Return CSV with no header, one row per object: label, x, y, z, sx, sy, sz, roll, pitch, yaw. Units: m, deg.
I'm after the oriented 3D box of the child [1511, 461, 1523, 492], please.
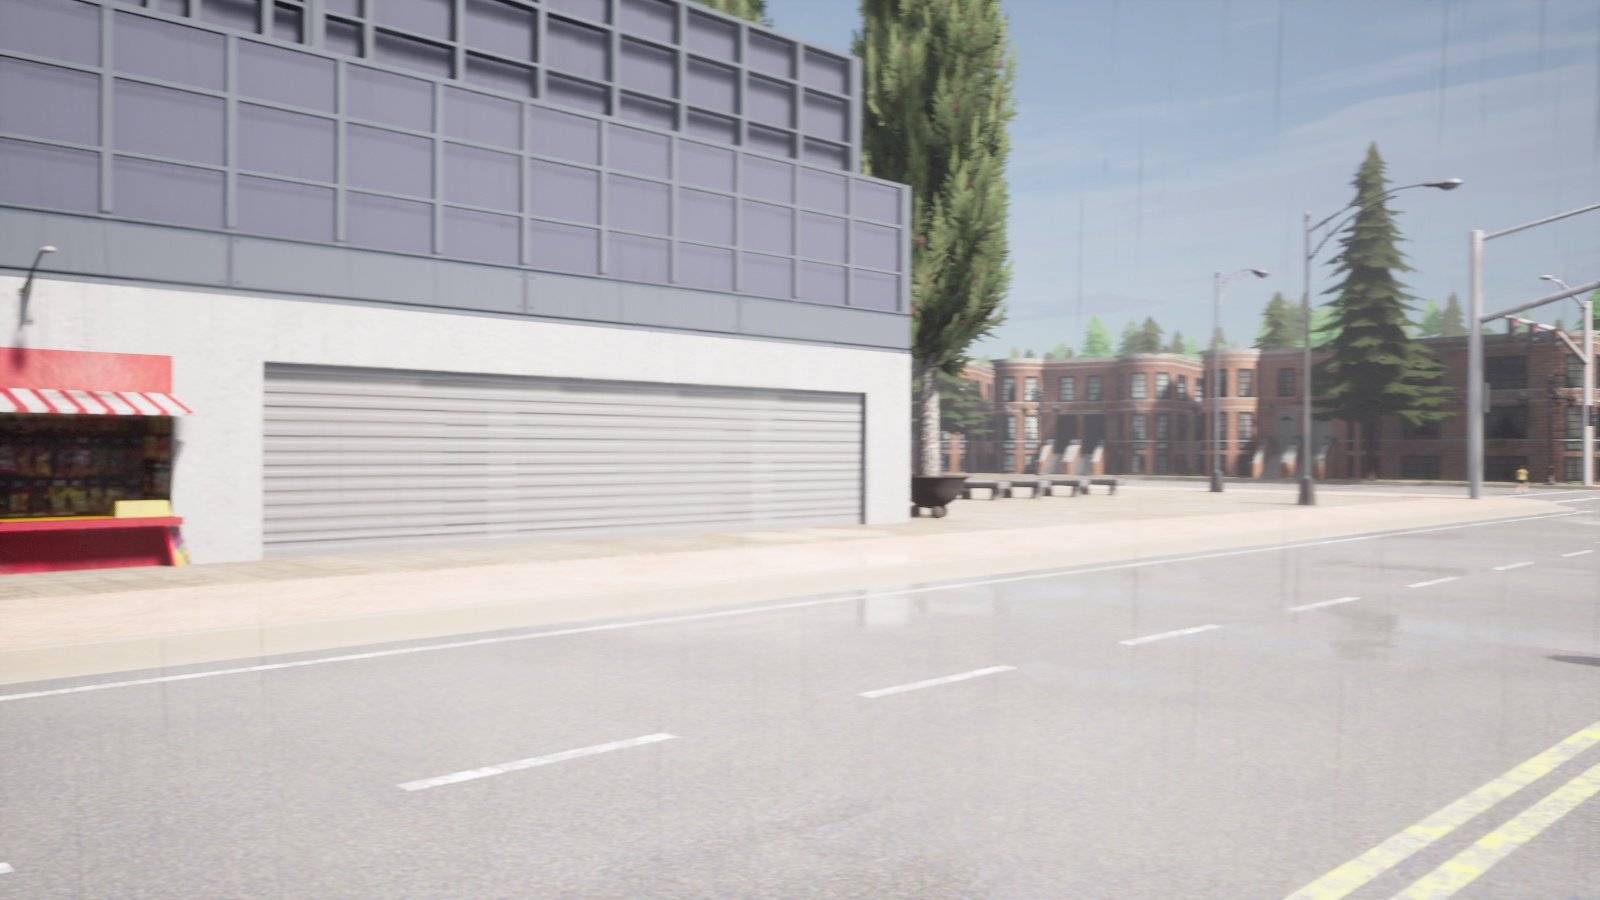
child,25.437,0.930,44.523,0.394,1.110,0.255,0,0,-42
